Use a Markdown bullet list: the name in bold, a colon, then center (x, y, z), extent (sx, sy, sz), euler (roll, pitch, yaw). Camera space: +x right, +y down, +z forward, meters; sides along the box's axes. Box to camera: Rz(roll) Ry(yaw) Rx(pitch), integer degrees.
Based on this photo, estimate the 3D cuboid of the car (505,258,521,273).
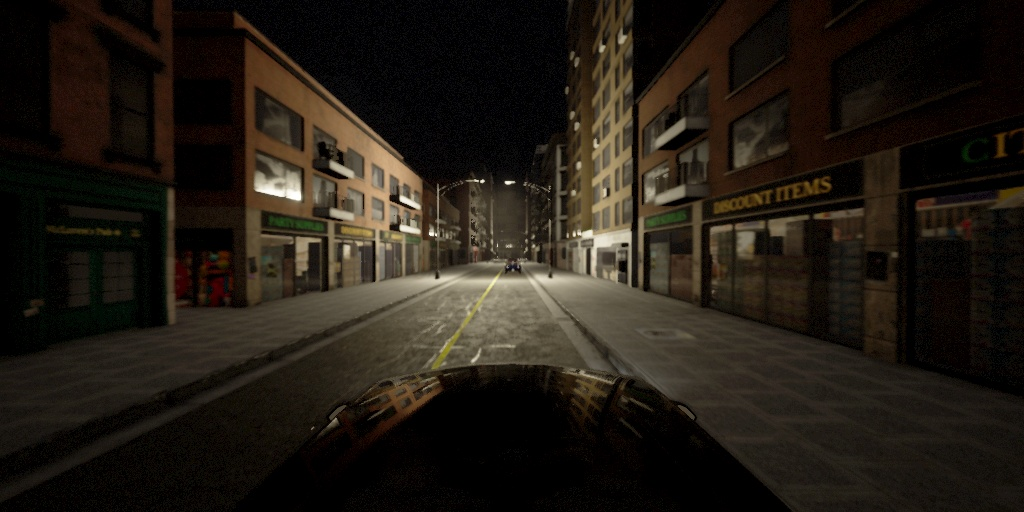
- **car**: center (0.114, 1.254, 41.388), extent (1.895, 1.301, 4.718), euler (0, 0, 0)
